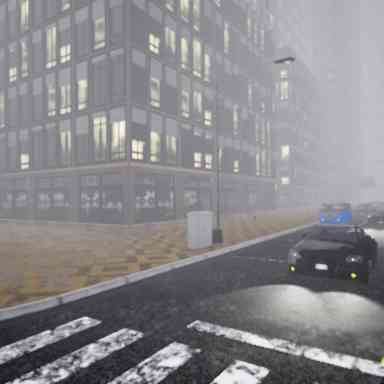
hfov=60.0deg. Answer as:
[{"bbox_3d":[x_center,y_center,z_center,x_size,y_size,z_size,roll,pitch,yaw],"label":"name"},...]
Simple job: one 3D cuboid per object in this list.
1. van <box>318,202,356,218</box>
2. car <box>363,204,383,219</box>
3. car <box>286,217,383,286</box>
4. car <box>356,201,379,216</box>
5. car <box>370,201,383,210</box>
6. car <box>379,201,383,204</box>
[{"bbox_3d":[10.037,1.582,23.166,1.690,1.788,3.998,-1,-1,34],"label":"van"},{"bbox_3d":[14.365,1.816,24.982,1.895,1.301,4.718,-1,-1,34],"label":"car"},{"bbox_3d":[4.300,1.670,9.882,1.994,1.385,4.181,-1,-1,34],"label":"car"},{"bbox_3d":[19.252,1.905,36.993,1.947,1.339,4.313,-1,-1,34],"label":"car"},{"bbox_3d":[28.465,2.019,50.823,1.802,1.307,4.206,-1,-1,34],"label":"car"},{"bbox_3d":[22.322,1.923,41.603,2.008,1.369,4.403,-1,-1,34],"label":"car"}]
